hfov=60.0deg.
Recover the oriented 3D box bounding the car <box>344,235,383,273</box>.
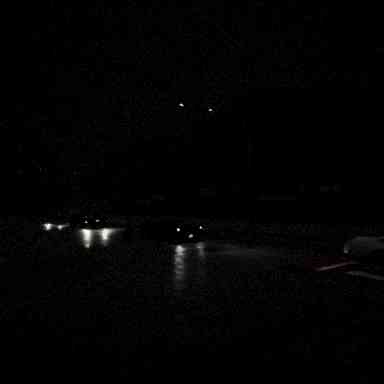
[{"bbox_3d":[7.081,1.671,9.544,4.718,1.301,1.895,-2,-1,37],"label":"car"}]

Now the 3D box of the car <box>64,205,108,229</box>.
[{"bbox_3d":[-9.809,2.259,31.103,2.150,2.045,5.566,0,-2,-36],"label":"car"}]

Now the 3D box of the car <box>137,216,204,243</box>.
[{"bbox_3d":[-1.350,2.090,19.324,1.895,1.301,4.718,0,-2,-36],"label":"car"}]

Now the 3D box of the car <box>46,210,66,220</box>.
[{"bbox_3d":[-21.533,3.596,52.483,1.994,1.385,4.181,0,-2,-36],"label":"car"}]

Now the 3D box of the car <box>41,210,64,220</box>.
[{"bbox_3d":[-18.617,2.980,43.534,1.895,1.301,4.718,0,-2,-36],"label":"car"}]
